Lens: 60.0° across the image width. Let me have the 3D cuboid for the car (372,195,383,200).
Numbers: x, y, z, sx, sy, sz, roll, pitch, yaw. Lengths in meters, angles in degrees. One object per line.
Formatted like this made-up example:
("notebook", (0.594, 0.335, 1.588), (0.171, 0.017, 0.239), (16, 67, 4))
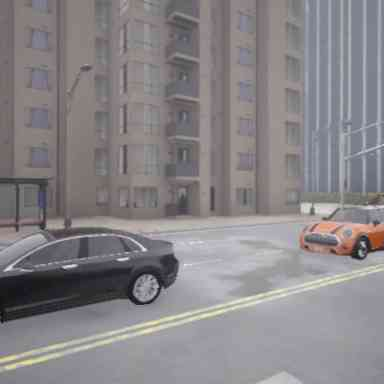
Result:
("car", (12.615, 1.190, 21.096), (5.566, 2.045, 2.150), (0, 0, -35))

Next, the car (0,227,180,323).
("car", (-2.551, 1.486, 6.467), (4.892, 1.490, 1.837), (0, 0, -35))

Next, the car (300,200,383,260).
("car", (6.118, 1.339, 12.445), (4.553, 1.767, 2.097), (0, 0, -34))
